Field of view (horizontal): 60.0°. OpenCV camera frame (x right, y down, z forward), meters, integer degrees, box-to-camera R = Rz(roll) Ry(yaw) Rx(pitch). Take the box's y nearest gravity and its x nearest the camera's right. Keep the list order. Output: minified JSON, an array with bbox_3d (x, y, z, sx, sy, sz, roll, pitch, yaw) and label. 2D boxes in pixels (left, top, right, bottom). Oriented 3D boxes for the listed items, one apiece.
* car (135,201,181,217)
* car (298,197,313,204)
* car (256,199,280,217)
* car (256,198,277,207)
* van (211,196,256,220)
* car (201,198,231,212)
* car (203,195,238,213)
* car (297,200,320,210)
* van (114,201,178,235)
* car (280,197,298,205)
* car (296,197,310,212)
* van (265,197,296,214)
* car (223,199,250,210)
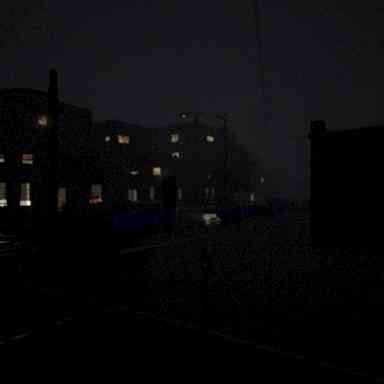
[{"bbox_3d":[-3.303,1.630,33.220,1.752,1.417,4.829,0,0,35],"label":"car"},{"bbox_3d":[25.234,1.801,73.904,1.752,1.417,4.829,0,0,35],"label":"car"},{"bbox_3d":[6.815,1.699,33.052,1.887,1.381,4.507,0,0,35],"label":"car"},{"bbox_3d":[12.649,1.738,55.962,1.887,1.381,4.507,0,0,35],"label":"car"},{"bbox_3d":[3.645,1.480,28.532,1.690,1.788,3.998,0,0,35],"label":"van"},{"bbox_3d":[3.137,1.578,42.401,1.967,1.590,4.097,0,0,35],"label":"car"},{"bbox_3d":[3.788,1.362,38.804,2.150,2.045,5.566,0,0,35],"label":"car"},{"bbox_3d":[16.328,1.773,46.614,1.947,1.339,4.313,0,0,35],"label":"car"},{"bbox_3d":[-2.697,1.450,19.491,1.690,1.788,3.998,0,0,35],"label":"van"},{"bbox_3d":[18.990,1.778,65.002,1.887,1.381,4.507,0,0,35],"label":"car"},{"bbox_3d":[13.255,1.715,42.233,1.752,1.417,4.829,0,0,35],"label":"car"},{"bbox_3d":[9.987,1.513,37.573,1.690,1.788,3.998,0,0,35],"label":"van"},{"bbox_3d":[6.307,1.701,46.921,1.887,1.381,4.507,0,0,35],"label":"car"}]
